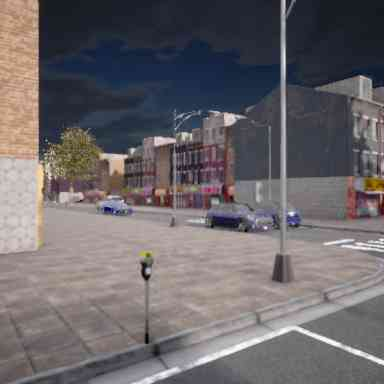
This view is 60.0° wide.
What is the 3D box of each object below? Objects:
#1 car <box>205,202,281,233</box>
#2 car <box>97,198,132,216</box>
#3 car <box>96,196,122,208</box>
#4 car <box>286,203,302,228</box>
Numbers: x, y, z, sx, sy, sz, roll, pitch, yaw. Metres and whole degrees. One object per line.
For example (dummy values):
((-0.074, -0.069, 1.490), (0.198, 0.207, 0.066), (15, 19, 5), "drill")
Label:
((2.829, 1.444, 20.446), (2.097, 1.767, 4.553), (0, 0, -36), "car")
((-8.112, 1.728, 35.764), (1.882, 1.535, 5.008), (0, 0, -35), "car")
((-11.132, 1.571, 45.055), (2.150, 2.045, 5.566), (0, -1, -36), "car")
((4.987, 1.447, 22.357), (2.097, 1.767, 4.553), (0, 0, -34), "car")
